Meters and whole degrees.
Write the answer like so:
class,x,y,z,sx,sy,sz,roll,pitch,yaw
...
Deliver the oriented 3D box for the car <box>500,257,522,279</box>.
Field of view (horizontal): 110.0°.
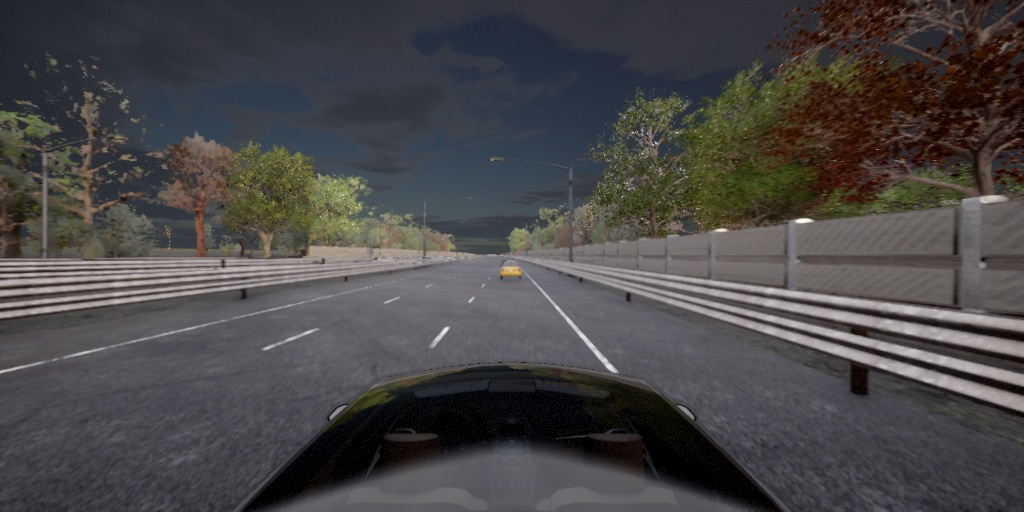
class,x,y,z,sx,sy,sz,roll,pitch,yaw
car,-0.115,1.097,31.194,1.801,1.575,5.366,0,0,-1
